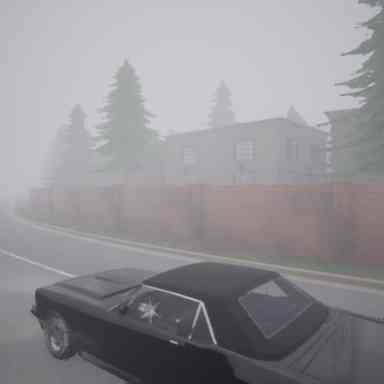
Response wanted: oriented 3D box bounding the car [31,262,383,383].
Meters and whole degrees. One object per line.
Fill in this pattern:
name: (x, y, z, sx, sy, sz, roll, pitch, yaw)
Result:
car: (-0.032, 1.596, 4.166, 4.718, 1.301, 1.895, 0, 0, 38)
